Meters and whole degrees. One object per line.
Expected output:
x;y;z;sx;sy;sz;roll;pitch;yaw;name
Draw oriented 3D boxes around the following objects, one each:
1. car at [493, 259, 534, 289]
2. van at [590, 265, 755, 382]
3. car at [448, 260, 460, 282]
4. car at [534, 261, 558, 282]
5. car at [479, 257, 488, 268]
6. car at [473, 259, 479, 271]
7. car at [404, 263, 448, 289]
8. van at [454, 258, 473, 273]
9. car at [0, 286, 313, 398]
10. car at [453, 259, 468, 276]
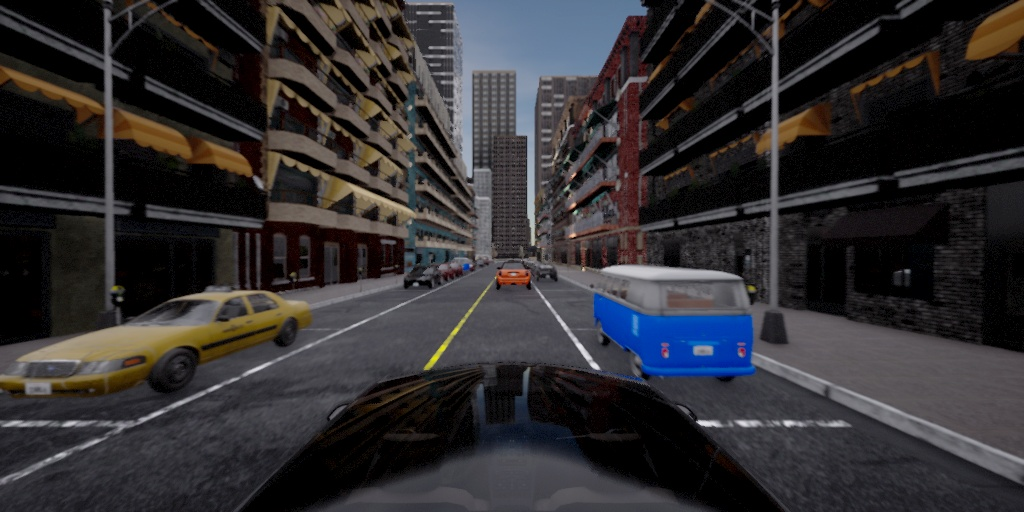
0.093;1.103;23.407;2.097;1.767;4.553;0;0;0;car
2.687;1.091;6.880;1.690;1.789;3.998;0;0;0;van
-5.702;1.296;28.983;1.888;1.381;4.507;0;0;0;car
2.679;1.302;28.972;2.007;1.370;4.403;0;0;0;car
-5.714;1.326;62.124;1.948;1.339;4.313;0;0;0;car
-5.708;1.194;45.553;1.967;1.591;4.097;0;0;0;car
-5.700;1.316;23.459;1.948;1.339;4.313;0;0;0;car
-5.706;1.093;40.030;1.690;1.789;3.998;0;0;0;van
-5.694;1.275;6.719;1.751;1.417;4.829;0;0;0;car
-5.704;1.297;34.507;1.888;1.381;4.507;0;0;0;car
